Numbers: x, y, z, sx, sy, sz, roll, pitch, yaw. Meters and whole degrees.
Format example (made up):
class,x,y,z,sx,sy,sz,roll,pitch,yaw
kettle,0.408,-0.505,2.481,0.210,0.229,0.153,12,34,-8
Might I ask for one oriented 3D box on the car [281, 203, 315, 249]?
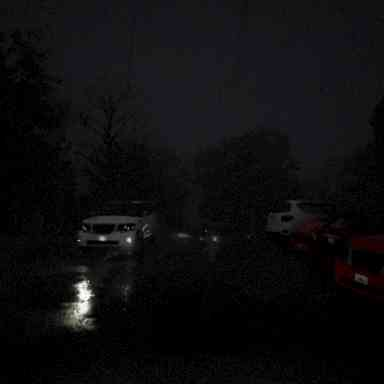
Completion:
class,x,y,z,sx,sy,sz,roll,pitch,yaw
car,6.139,1.468,12.893,4.553,1.767,2.185,2,-3,-17

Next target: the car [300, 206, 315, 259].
class,x,y,z,sx,sy,sz,roll,pitch,yaw
car,5.912,1.415,9.878,4.553,1.767,2.185,1,-1,-17

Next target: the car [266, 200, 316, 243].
class,x,y,z,sx,sy,sz,roll,pitch,yaw
car,6.255,1.474,15.845,5.566,2.045,2.435,2,-5,-16

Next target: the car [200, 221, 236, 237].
class,x,y,z,sx,sy,sz,roll,pitch,yaw
car,2.665,3.670,32.803,1.837,1.490,4.892,-4,-9,34

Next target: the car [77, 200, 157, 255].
class,x,y,z,sx,sy,sz,roll,pitch,yaw
car,-2.901,1.349,14.208,2.150,2.045,5.566,0,-2,4

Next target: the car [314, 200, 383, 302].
class,x,y,z,sx,sy,sz,roll,pitch,yaw
car,5.735,1.275,6.832,5.566,2.045,2.435,1,0,-17
